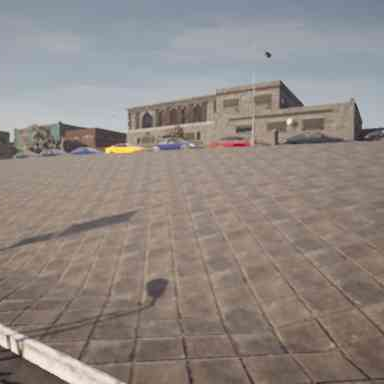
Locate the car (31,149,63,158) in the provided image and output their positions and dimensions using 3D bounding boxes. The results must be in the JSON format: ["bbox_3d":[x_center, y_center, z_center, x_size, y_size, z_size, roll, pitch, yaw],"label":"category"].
[{"bbox_3d":[-15.343,-4.068,37.364,4.892,1.521,2.231,1,1,34],"label":"car"}]

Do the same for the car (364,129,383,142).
[{"bbox_3d":[13.459,-3.358,20.729,4.892,1.521,2.231,1,1,27],"label":"car"}]

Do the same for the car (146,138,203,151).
[{"bbox_3d":[-1.229,-3.842,28.592,4.553,1.767,2.185,1,1,31],"label":"car"}]

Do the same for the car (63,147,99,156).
[{"bbox_3d":[-10.696,-3.914,34.337,4.674,1.452,2.002,1,1,33],"label":"car"}]

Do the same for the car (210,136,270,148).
[{"bbox_3d":[3.763,-3.564,25.793,4.792,1.488,2.163,1,1,29],"label":"car"}]

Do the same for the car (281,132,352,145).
[{"bbox_3d":[8.627,-3.436,23.187,4.674,1.452,2.002,1,1,28],"label":"car"}]

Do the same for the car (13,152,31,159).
[{"bbox_3d":[-19.910,-4.164,40.463,4.892,1.521,2.231,1,1,34],"label":"car"}]

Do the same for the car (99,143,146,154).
[{"bbox_3d":[-5.984,-3.835,31.408,5.008,1.535,2.097,1,1,32],"label":"car"}]
